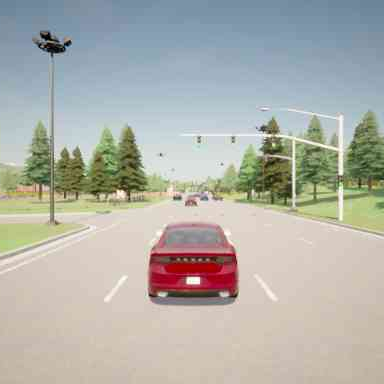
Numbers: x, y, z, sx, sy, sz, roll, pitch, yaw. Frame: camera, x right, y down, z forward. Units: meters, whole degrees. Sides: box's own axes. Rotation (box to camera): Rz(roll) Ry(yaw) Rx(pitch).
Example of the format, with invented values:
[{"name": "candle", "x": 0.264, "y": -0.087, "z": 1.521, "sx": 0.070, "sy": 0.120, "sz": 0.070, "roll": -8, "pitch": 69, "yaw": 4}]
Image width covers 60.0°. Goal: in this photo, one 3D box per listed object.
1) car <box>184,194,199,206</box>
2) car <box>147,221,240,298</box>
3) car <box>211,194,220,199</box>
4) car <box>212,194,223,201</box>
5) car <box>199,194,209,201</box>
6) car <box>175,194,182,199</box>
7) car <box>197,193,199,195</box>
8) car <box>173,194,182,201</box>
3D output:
[{"name": "car", "x": -0.170, "y": 1.518, "z": 53.188, "sx": 1.812, "sy": 1.442, "sz": 4.674, "roll": 0, "pitch": 0, "yaw": 0}, {"name": "car", "x": 0.036, "y": 1.476, "z": 8.586, "sx": 1.882, "sy": 1.535, "sz": 5.008, "roll": 0, "pitch": 0, "yaw": 0}, {"name": "car", "x": 6.698, "y": 1.359, "z": 94.244, "sx": 2.033, "sy": 1.411, "sz": 5.357, "roll": 0, "pitch": 0, "yaw": 0}, {"name": "car", "x": 6.732, "y": 1.505, "z": 83.824, "sx": 2.128, "sy": 1.511, "sz": 4.902, "roll": 0, "pitch": 0, "yaw": 0}, {"name": "car", "x": 3.230, "y": 1.504, "z": 84.229, "sx": 1.812, "sy": 1.442, "sz": 4.674, "roll": 0, "pitch": 0, "yaw": 0}, {"name": "car", "x": -3.802, "y": 1.297, "z": 94.210, "sx": 1.882, "sy": 1.535, "sz": 5.008, "roll": 0, "pitch": 0, "yaw": 0}, {"name": "car", "x": 3.198, "y": 1.344, "z": 94.232, "sx": 2.128, "sy": 1.511, "sz": 4.902, "roll": 0, "pitch": 0, "yaw": 0}, {"name": "car", "x": -3.768, "y": 1.457, "z": 83.790, "sx": 1.882, "sy": 1.535, "sz": 5.008, "roll": 0, "pitch": 0, "yaw": 0}]
